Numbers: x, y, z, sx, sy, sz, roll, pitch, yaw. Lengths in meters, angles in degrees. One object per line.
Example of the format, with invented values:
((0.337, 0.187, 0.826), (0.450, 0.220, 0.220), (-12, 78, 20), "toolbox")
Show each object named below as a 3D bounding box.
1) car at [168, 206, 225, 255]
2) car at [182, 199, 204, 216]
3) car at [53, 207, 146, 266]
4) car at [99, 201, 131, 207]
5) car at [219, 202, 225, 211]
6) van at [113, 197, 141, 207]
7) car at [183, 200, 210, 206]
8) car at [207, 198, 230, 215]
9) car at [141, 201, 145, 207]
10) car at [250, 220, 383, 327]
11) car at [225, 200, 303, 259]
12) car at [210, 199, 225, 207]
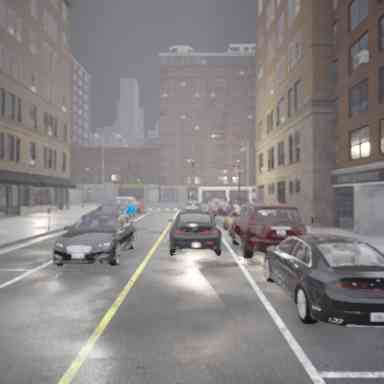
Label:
((0.097, 1.491, 13.248), (1.837, 1.490, 4.892), (0, 0, -1), "car")
((0.070, 1.534, 34.121), (2.033, 1.411, 5.357), (0, 0, 0), "car")
((-3.103, 1.479, 11.514), (2.128, 1.511, 4.902), (0, 0, 0), "car")
((-5.857, 1.551, 23.357), (1.947, 1.339, 4.313), (1, 0, 0), "car")
((2.670, 1.511, 18.045), (1.752, 1.417, 4.829), (1, 0, 0), "car")
((-5.856, 1.327, 28.840), (1.690, 1.788, 3.998), (1, 0, 0), "van")
((0.093, 1.512, 24.150), (1.812, 1.442, 4.674), (0, 0, 0), "car")
((2.667, 1.427, 34.324), (1.967, 1.590, 4.097), (1, 0, 0), "car")
((-5.859, 1.531, 34.322), (1.887, 1.381, 4.507), (1, 0, 0), "car")
((2.673, 1.543, 6.911), (2.008, 1.369, 4.403), (1, 0, 0), "car")
((2.674, 1.303, 12.392), (2.192, 1.841, 5.009), (1, 0, 0), "car")
((2.668, 1.426, 28.841), (1.967, 1.590, 4.097), (1, 0, 0), "car")
